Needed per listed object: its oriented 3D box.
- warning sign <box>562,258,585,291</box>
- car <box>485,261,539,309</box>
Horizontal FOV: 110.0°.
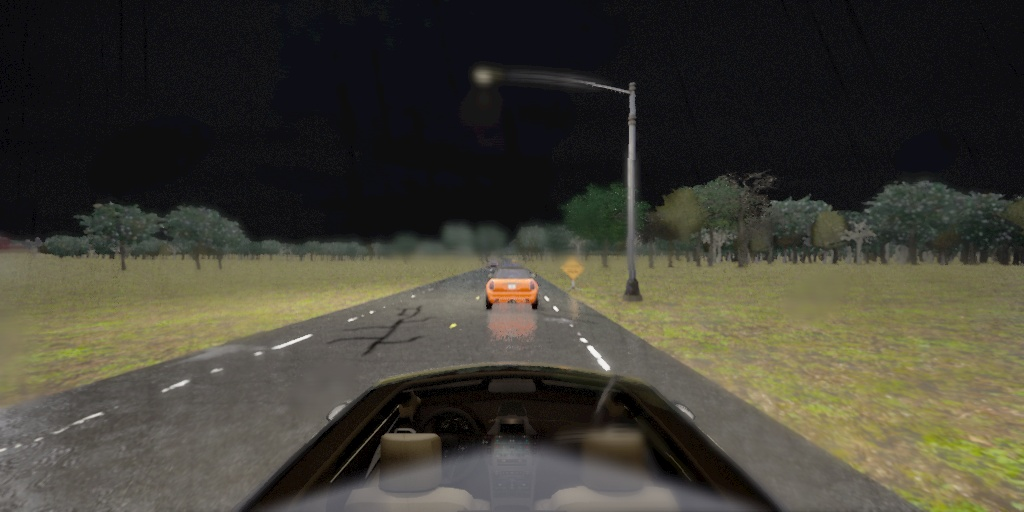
[{"bbox_3d":[3.548,1.033,20.784,1.300,1.860,1.060,0,0,0],"label":"warning sign"},{"bbox_3d":[0.001,1.227,15.911,2.097,1.767,4.553,0,-1,0],"label":"car"}]
